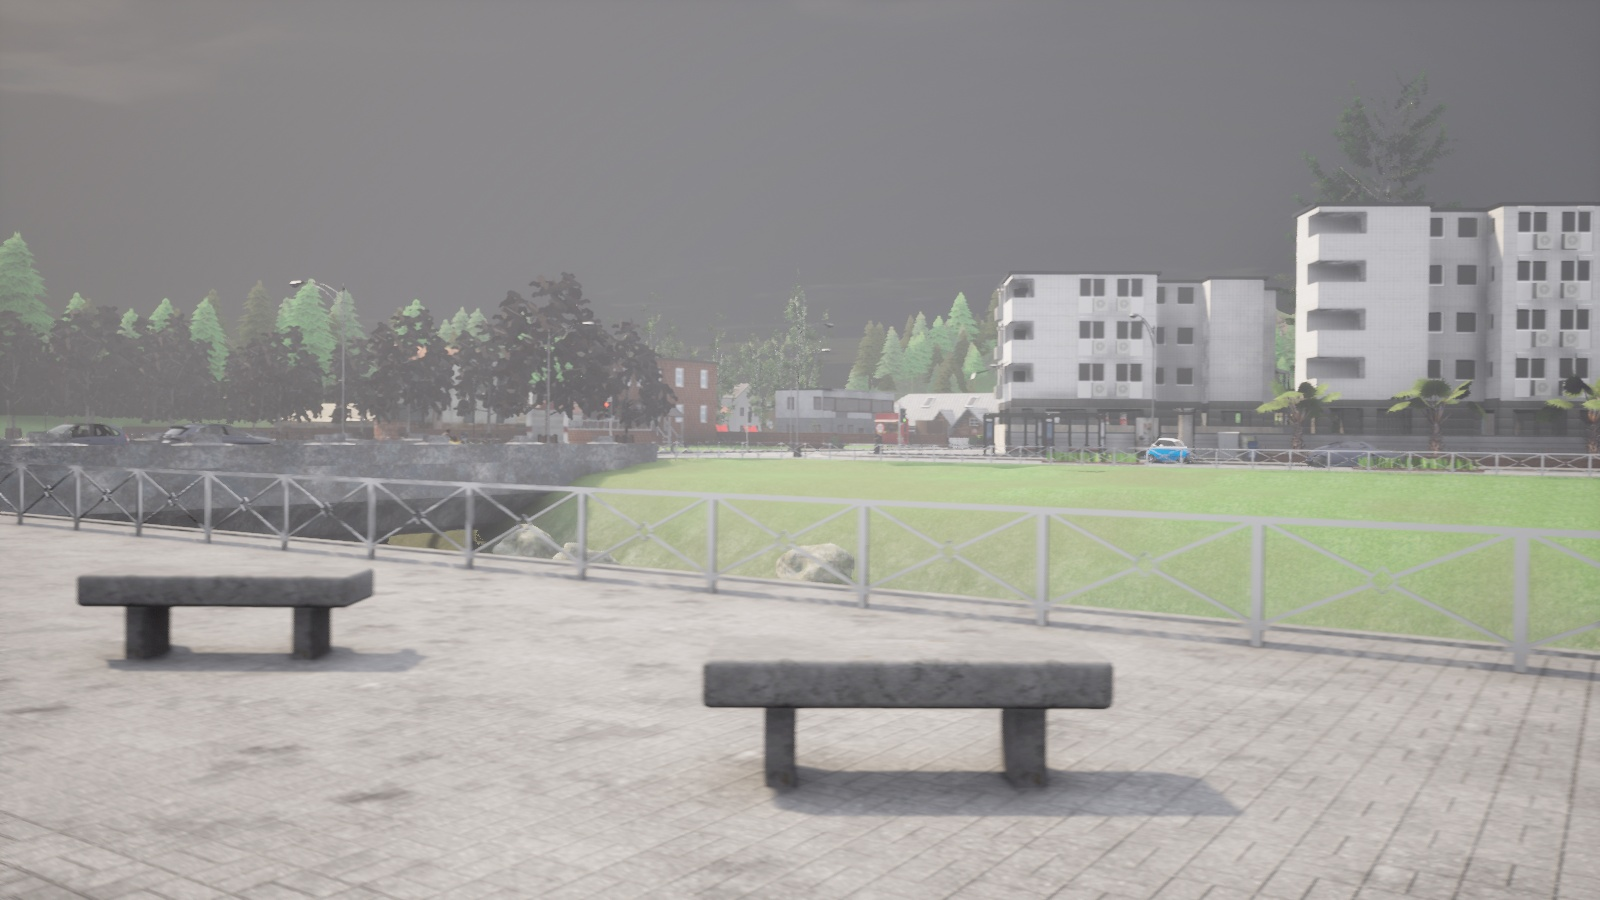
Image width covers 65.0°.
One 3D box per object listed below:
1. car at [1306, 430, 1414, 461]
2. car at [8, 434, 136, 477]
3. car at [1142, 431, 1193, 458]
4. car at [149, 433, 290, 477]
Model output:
[{"bbox_3d":[25.273,-0.211,56.698,4.181,1.385,1.994,0,1,33],"label":"car"},{"bbox_3d":[-28.942,0.197,50.021,1.851,1.617,3.988,0,1,33],"label":"car"},{"bbox_3d":[19.164,-0.288,65.542,2.207,1.376,1.481,0,1,34],"label":"car"},{"bbox_3d":[-23.493,0.166,51.009,2.033,1.649,4.856,0,1,33],"label":"car"}]
